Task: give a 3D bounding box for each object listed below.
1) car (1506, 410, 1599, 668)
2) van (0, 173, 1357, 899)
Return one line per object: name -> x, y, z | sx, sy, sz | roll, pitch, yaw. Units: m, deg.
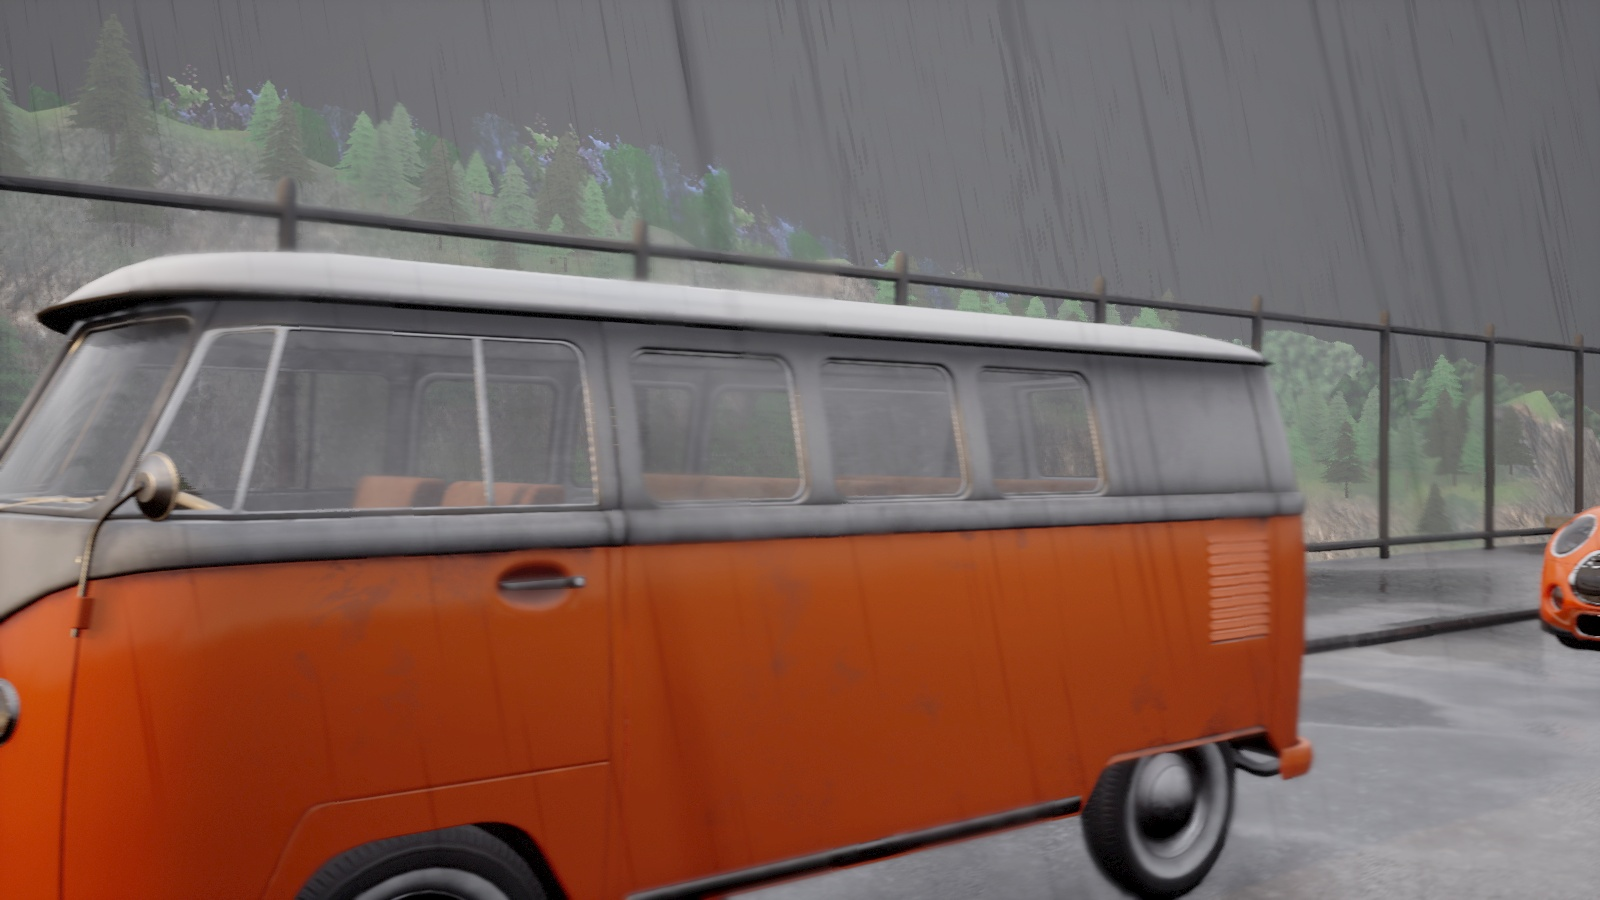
car -> 7.593, 0.611, 9.559 | 4.553, 1.767, 2.097 | 0, 0, -35
van -> -0.290, 0.508, 4.064 | 4.442, 1.987, 1.775 | 0, 0, -35
